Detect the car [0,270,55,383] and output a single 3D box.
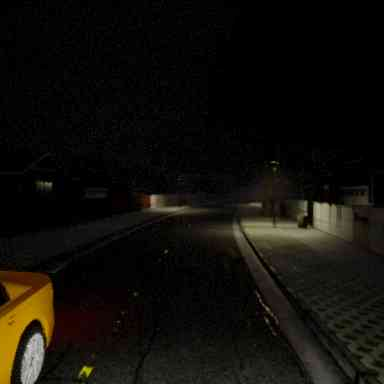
[{"bbox_3d":[-2.744,1.467,2.335,1.882,1.535,5.008,0,0,1],"label":"car"}]
